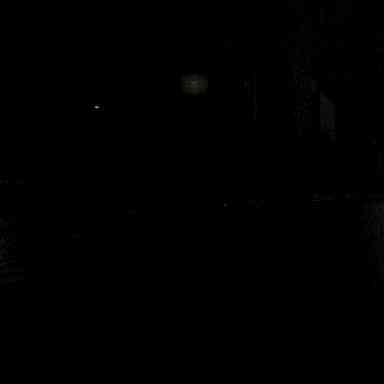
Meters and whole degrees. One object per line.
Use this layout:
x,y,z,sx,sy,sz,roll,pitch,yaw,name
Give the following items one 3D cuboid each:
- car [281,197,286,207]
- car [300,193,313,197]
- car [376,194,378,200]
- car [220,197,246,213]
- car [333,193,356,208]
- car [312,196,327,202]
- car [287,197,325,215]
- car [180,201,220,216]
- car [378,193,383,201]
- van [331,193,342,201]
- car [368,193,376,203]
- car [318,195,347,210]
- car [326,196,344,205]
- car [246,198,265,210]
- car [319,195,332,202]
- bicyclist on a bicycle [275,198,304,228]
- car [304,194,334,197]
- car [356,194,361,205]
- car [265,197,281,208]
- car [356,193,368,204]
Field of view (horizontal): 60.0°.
13.464,1.457,50.232,1.947,1.339,4.313,0,0,35,car
19.894,1.417,59.499,1.887,1.381,4.507,0,0,35,car
36.634,1.304,68.670,1.752,1.417,4.829,-1,0,35,car
3.818,1.367,36.332,1.967,1.590,4.097,0,0,35,car
20.463,1.138,45.367,2.192,1.841,5.009,0,0,35,car
26.325,1.420,68.766,1.947,1.339,4.313,0,0,35,car
10.821,1.425,31.468,1.947,1.339,4.313,0,0,35,car
0.605,1.525,31.699,1.802,1.307,4.206,0,0,35,car
42.965,1.360,77.795,1.802,1.307,4.206,-1,0,35,car
35.967,1.188,82.667,1.690,1.788,3.998,-1,0,35,van
33.322,1.101,63.899,2.192,1.841,5.009,0,0,35,car
17.249,1.378,40.734,1.887,1.381,4.507,0,0,35,car
23.262,1.355,53.908,1.812,1.442,4.674,-1,0,35,car
7.035,1.496,40.965,1.802,1.307,4.206,0,0,35,car
29.539,1.429,73.398,1.802,1.307,4.206,0,0,35,car
5.339,1.178,18.373,1.656,1.620,0.582,-1,0,35,bicyclist on a bicycle
17.398,1.338,45.456,2.128,1.511,4.902,-1,0,35,car
23.678,1.379,49.999,1.947,1.339,4.313,0,0,35,car
10.152,1.427,45.458,1.752,1.417,4.829,0,0,35,car
26.892,1.119,54.632,2.192,1.841,5.009,0,0,35,car
